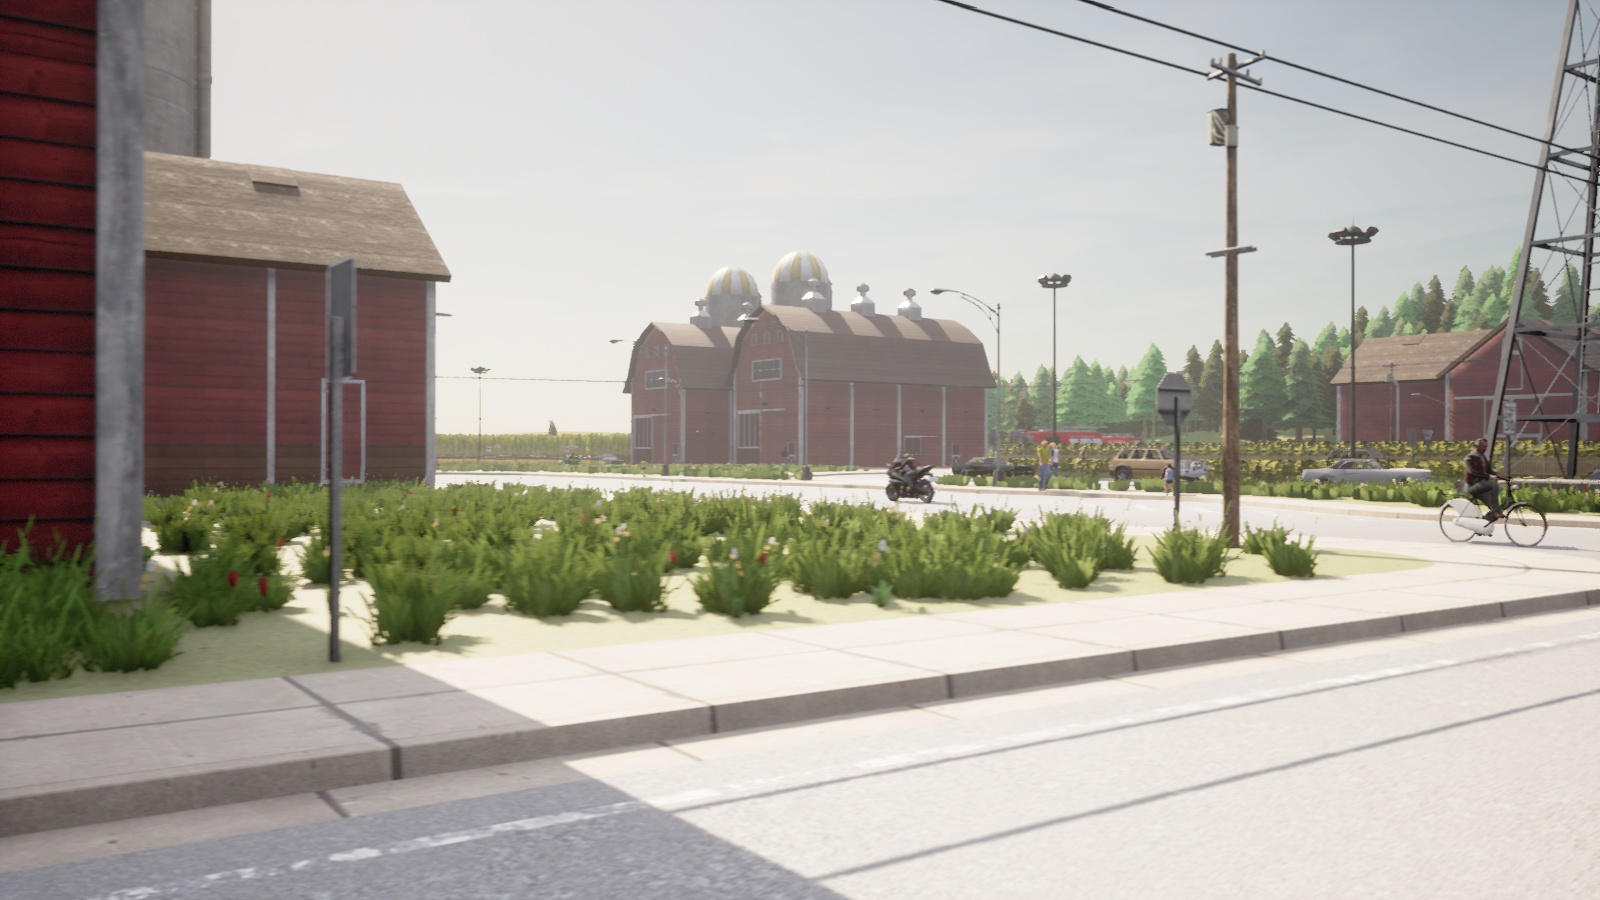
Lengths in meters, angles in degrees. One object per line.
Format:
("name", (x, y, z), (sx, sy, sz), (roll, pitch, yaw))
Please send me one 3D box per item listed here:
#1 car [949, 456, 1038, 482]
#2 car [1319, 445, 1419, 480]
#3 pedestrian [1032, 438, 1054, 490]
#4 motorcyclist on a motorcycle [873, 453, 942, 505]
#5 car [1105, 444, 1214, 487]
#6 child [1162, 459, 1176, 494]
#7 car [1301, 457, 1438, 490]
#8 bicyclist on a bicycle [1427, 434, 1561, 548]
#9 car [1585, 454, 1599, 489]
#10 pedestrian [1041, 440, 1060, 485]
("car", (10.242, 0.987, 66.773), (1.895, 1.301, 4.718), (0, 0, -36))
("car", (30.695, 0.663, 67.838), (1.932, 1.855, 4.605), (0, 0, -35))
("pedestrian", (8.650, 0.491, 44.634), (0.354, 1.836, 0.706), (0, 0, -36))
("motorcyclist on a motorcycle", (3.235, 0.866, 38.135), (0.866, 1.530, 2.191), (0, 0, -36))
("car", (16.531, 0.665, 57.950), (1.932, 1.855, 4.605), (0, 1, -35))
("child", (11.861, 0.854, 40.382), (0.255, 1.110, 0.394), (0, 0, -21))
("car", (22.940, 0.921, 50.656), (4.718, 1.301, 1.895), (0, 0, 38))
("bicyclist on a bicycle", (11.324, 0.642, 20.561), (0.659, 1.776, 1.843), (0, 0, -29))
("car", (34.071, 0.861, 50.801), (4.181, 1.385, 1.994), (0, 0, -26))
("pedestrian", (10.322, 0.503, 51.738), (0.354, 1.836, 0.706), (0, 0, -42))
